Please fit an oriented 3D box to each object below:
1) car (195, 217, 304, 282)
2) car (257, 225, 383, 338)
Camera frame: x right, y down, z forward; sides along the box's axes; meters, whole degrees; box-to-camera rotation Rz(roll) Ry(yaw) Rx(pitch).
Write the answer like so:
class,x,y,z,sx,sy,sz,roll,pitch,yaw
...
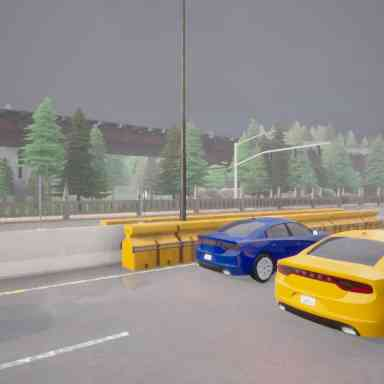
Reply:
class,x,y,z,sx,sy,sz,roll,pitch,yaw
car,2.411,1.478,9.778,5.008,1.535,1.882,0,0,-36
car,3.762,1.478,6.441,5.008,1.535,1.882,0,0,-35
